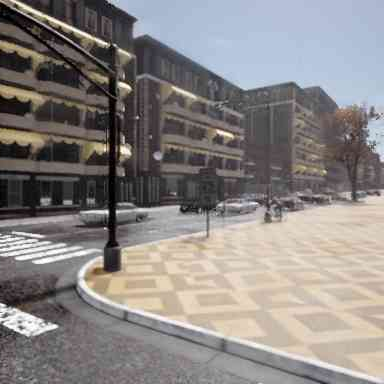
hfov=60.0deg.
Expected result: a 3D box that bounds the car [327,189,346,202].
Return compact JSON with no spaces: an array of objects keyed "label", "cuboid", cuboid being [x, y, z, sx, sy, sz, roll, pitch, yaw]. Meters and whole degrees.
[{"label":"car","cuboid":[22.474,0.716,50.990,1.752,1.417,4.829,1,2,35]}]

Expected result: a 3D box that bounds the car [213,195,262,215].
[{"label":"car","cuboid":[4.101,1.222,29.057,1.895,1.301,4.718,0,1,35]}]

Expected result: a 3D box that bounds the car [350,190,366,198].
[{"label":"car","cuboid":[31.889,0.487,64.586,2.008,1.369,4.403,1,2,35]}]

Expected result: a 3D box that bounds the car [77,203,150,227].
[{"label":"car","cuboid":[-4.974,1.386,21.544,1.895,1.301,4.718,0,1,35]}]

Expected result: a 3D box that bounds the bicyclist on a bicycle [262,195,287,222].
[{"label":"bicyclist on a bicycle","cuboid":[5.128,1.046,20.780,1.656,1.620,0.582,0,1,35]}]

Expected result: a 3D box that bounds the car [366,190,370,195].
[{"label":"car","cuboid":[35.058,0.402,69.163,2.008,1.369,4.403,1,2,35]}]

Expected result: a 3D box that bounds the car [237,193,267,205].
[{"label":"car","cuboid":[6.622,0.957,38.265,2.128,1.511,4.902,0,1,35]}]

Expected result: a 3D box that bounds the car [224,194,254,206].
[{"label":"car","cuboid":[5.977,0.979,41.886,1.947,1.339,4.313,1,2,35]}]

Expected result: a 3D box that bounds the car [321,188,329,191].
[{"label":"car","cuboid":[31.341,0.042,78.507,2.192,1.841,5.009,1,2,35]}]

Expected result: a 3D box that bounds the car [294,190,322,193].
[{"label":"car","cuboid":[16.522,0.829,47.015,2.033,1.411,5.357,0,1,35]}]

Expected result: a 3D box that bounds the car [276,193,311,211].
[{"label":"car","cuboid":[9.696,1.090,32.536,2.008,1.369,4.403,1,2,35]}]

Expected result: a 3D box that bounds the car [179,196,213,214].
[{"label":"car","cuboid":[0.754,1.132,29.811,1.837,1.490,4.892,0,1,35]}]

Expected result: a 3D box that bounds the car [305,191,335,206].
[{"label":"car","cuboid":[16.036,0.916,41.693,2.008,1.369,4.403,1,2,35]}]

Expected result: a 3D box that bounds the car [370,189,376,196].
[{"label":"car","cuboid":[41.400,0.121,78.318,1.967,1.590,4.097,1,2,35]}]

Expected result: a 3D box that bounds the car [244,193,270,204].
[{"label":"car","cuboid":[9.147,0.877,46.464,2.008,1.369,4.403,1,2,35]}]

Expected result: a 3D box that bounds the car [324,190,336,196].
[{"label":"car","cuboid":[34.510,0.186,83.092,1.887,1.381,4.507,1,2,35]}]
